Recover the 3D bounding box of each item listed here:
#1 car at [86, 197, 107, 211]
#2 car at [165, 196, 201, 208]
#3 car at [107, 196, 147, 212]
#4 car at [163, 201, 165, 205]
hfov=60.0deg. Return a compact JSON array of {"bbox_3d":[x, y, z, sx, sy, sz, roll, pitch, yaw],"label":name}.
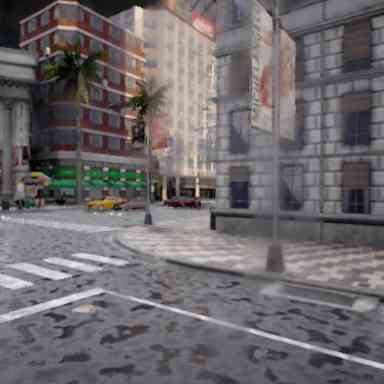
[{"bbox_3d":[-9.586,1.253,37.496,1.882,1.535,5.008,1,0,36],"label":"car"},{"bbox_3d":[-0.878,1.404,43.408,1.895,1.301,4.718,1,0,37],"label":"car"},{"bbox_3d":[-6.564,1.366,35.697,1.994,1.385,4.181,1,0,36],"label":"car"},{"bbox_3d":[-1.785,1.323,48.091,2.033,1.411,5.357,1,0,38],"label":"car"}]
